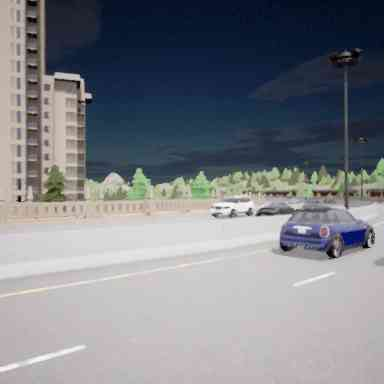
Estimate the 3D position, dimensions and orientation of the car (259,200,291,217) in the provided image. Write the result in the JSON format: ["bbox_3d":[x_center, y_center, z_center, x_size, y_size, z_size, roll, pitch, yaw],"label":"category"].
[{"bbox_3d":[8.033,1.731,31.742,2.033,1.411,5.357,0,-1,38],"label":"car"}]

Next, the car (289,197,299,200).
[{"bbox_3d":[21.456,1.887,69.943,1.812,1.442,4.674,0,-1,13],"label":"car"}]

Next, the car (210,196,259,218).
[{"bbox_3d":[4.047,1.410,32.377,2.150,2.045,5.566,0,0,39],"label":"car"}]

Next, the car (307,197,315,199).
[{"bbox_3d":[24.897,1.837,69.308,1.837,1.490,4.892,0,-1,13],"label":"car"}]

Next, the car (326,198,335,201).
[{"bbox_3d":[28.257,1.887,68.264,1.994,1.385,4.181,0,-1,13],"label":"car"}]

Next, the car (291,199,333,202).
[{"bbox_3d":[10.812,1.671,29.752,1.837,1.490,4.892,0,0,37],"label":"car"}]

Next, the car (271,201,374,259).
[{"bbox_3d":[5.444,1.411,13.190,4.553,1.767,2.097,0,-1,-43],"label":"car"}]
